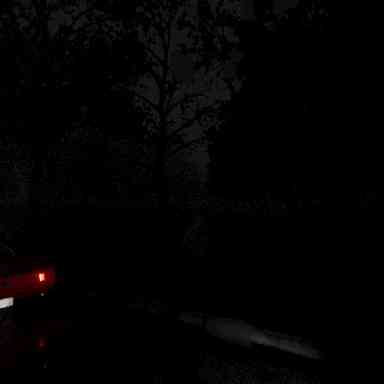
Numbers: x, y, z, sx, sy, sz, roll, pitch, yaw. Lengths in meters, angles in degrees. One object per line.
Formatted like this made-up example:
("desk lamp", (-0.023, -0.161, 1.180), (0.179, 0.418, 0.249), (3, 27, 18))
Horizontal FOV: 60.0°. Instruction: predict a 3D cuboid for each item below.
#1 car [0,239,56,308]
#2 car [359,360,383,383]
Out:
("car", (-4.993, 1.611, 6.964), (4.718, 1.301, 1.895), (0, 0, 36))
("car", (3.162, 1.504, 1.122), (4.892, 1.490, 1.837), (0, 0, 35))
